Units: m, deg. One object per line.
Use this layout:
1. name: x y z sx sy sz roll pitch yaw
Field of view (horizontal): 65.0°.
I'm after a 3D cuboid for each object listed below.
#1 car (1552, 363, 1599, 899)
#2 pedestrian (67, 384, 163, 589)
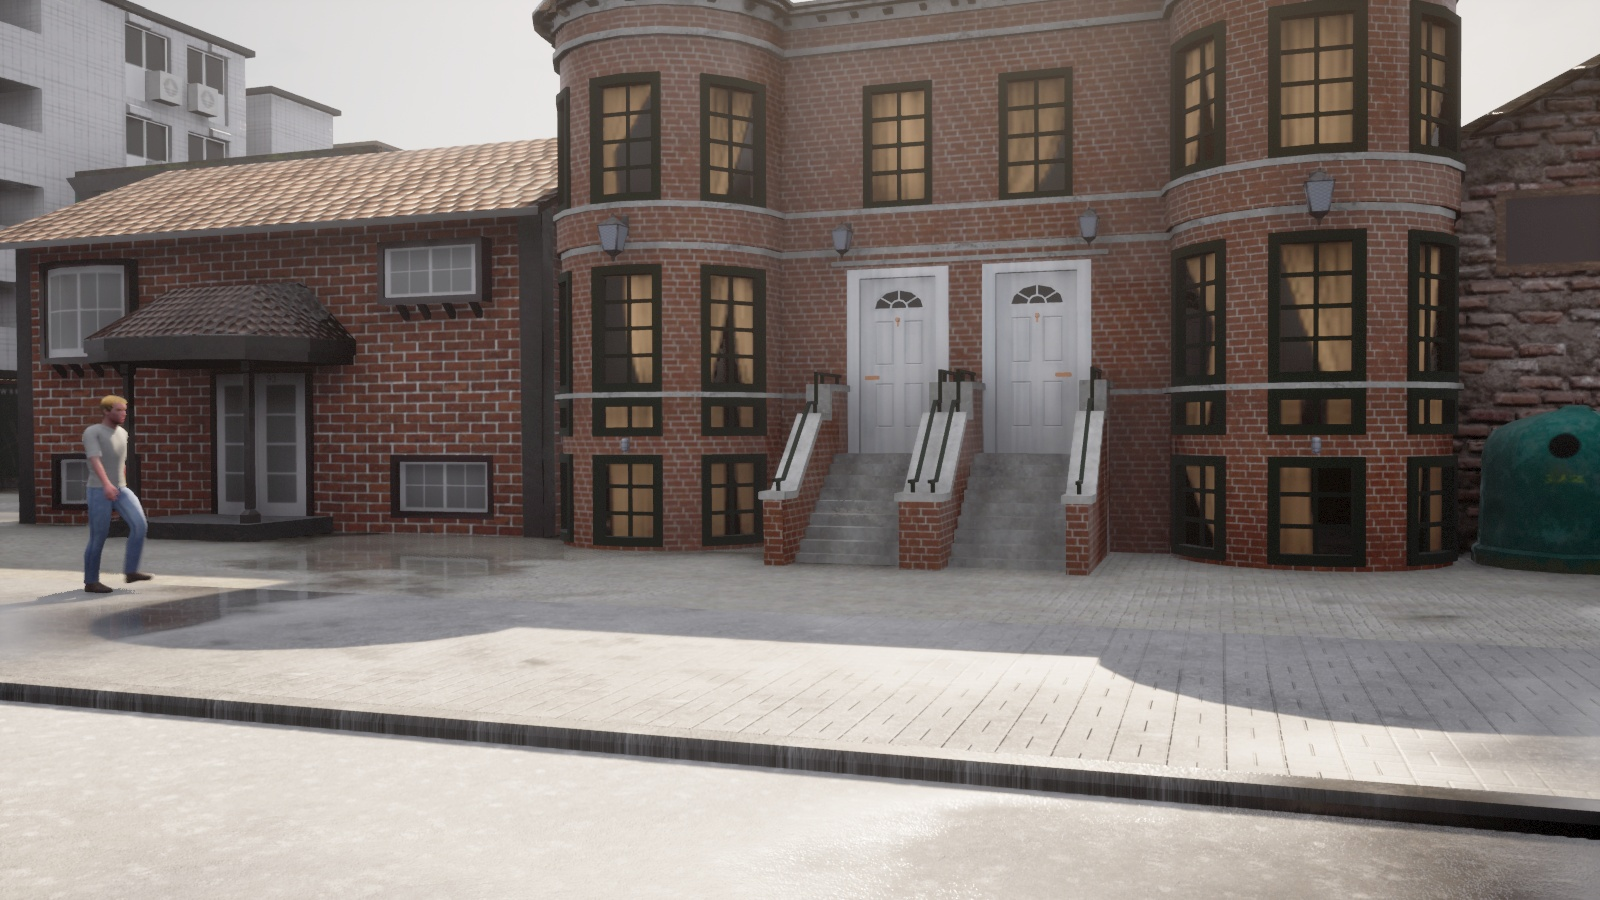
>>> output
1. car: 4.236 0.664 2.291 4.553 1.767 2.097 1 1 19
2. pedestrian: -6.270 0.326 11.500 0.706 1.836 0.354 0 1 13
